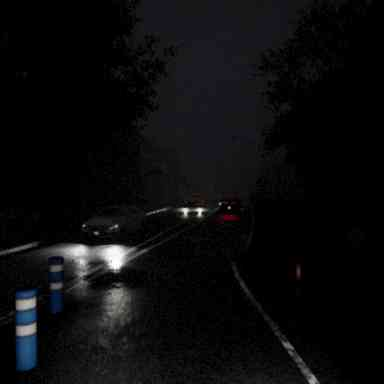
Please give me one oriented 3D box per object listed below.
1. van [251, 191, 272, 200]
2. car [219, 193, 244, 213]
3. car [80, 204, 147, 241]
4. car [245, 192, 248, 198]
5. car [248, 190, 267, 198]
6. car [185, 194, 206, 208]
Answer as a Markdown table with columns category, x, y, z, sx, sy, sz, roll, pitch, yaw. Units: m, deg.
| category | x | y | z | sx | sy | sz | roll | pitch | yaw |
| --- | --- | --- | --- | --- | --- | --- | --- | --- | --- |
| van | 16.460 | 0.796 | 78.646 | 4.442 | 1.987 | 1.878 | 1 | -1 | -12 |
| car | 3.625 | 1.078 | 31.106 | 1.837 | 1.490 | 4.892 | 0 | 1 | 9 |
| car | -3.477 | 1.343 | 15.705 | 1.812 | 1.442 | 4.674 | 0 | 1 | 10 |
| car | 16.778 | 0.799 | 81.556 | 5.566 | 2.045 | 2.435 | 1 | -1 | -12 |
| car | 14.777 | 0.642 | 66.898 | 5.566 | 2.045 | 2.435 | 1 | -1 | -12 |
| car | 0.431 | 0.948 | 38.428 | 1.882 | 1.535 | 5.008 | 0 | 1 | 10 |
